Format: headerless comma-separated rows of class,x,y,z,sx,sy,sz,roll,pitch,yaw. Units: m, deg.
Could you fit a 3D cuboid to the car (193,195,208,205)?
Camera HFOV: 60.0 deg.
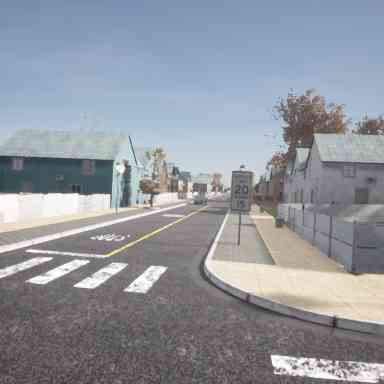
car,1.375,1.198,50.750,1.837,1.490,4.892,3,1,8
